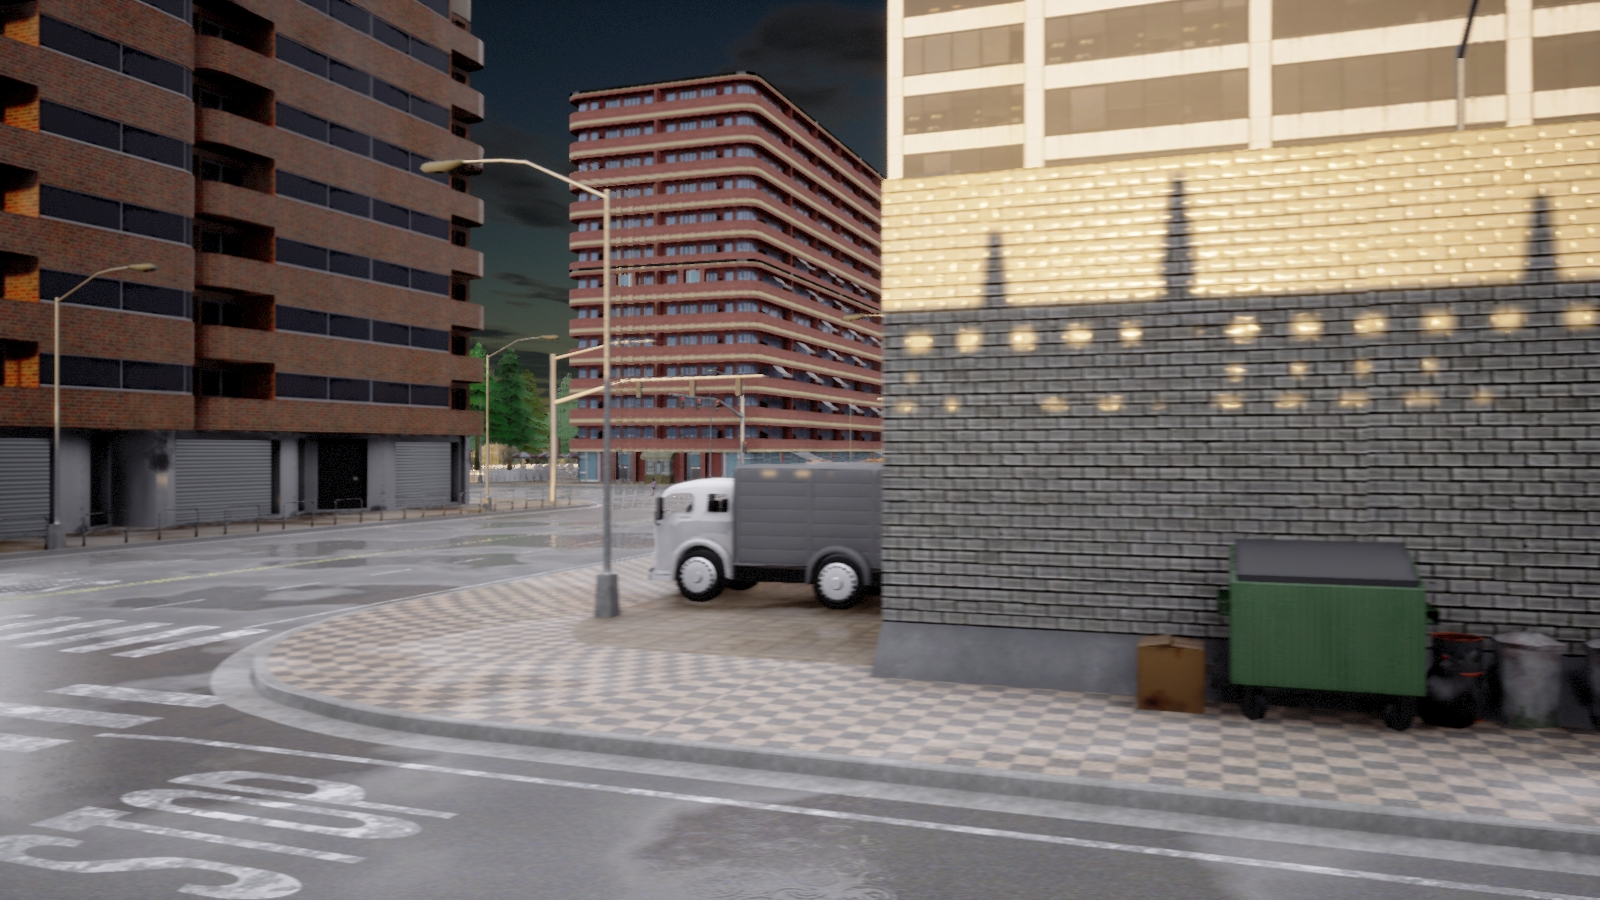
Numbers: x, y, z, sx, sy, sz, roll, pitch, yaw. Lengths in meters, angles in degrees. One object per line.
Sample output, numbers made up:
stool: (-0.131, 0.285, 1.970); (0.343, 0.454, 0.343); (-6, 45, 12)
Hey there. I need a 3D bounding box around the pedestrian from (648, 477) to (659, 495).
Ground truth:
pedestrian: (-9.157, 2.231, 71.330); (0.500, 1.100, 0.500); (0, 0, 25)
